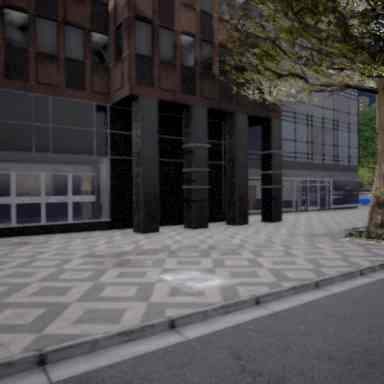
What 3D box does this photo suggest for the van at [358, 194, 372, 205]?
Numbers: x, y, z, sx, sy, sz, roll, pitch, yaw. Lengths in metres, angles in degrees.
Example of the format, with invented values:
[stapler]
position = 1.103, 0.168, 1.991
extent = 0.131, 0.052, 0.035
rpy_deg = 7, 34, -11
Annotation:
[van]
position = 27.619, 1.259, 51.190
extent = 1.690, 1.788, 3.998
rpy_deg = -1, 0, -35
